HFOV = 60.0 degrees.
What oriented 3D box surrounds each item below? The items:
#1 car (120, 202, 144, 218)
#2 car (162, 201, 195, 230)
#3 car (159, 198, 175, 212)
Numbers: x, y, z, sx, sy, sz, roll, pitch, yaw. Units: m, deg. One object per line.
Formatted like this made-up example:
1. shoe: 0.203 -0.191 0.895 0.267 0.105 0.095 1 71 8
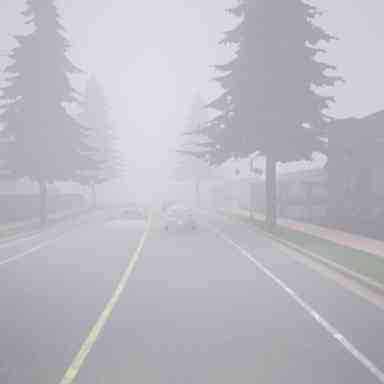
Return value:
1. car: -5.353 1.597 29.995 1.895 1.301 4.718 0 0 -6
2. car: -0.817 1.519 21.131 1.812 1.442 4.674 0 0 -4
3. car: -2.735 1.480 38.654 2.128 1.511 4.902 0 0 -8
